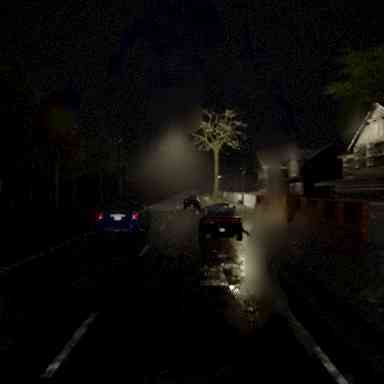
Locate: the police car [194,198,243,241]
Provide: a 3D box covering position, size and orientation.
[{"bbox_3d":[1.218,1.296,16.009,1.930,1.638,5.238,0,0,0],"label":"police car"}]

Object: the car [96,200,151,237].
[{"bbox_3d":[-3.407,1.212,17.363,2.097,1.767,4.553,0,0,0],"label":"car"}]

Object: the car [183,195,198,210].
[{"bbox_3d":[0.022,1.208,38.205,1.837,1.490,4.892,0,0,1],"label":"car"}]

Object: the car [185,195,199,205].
[{"bbox_3d":[-0.019,1.179,50.558,1.994,1.385,4.181,0,0,0],"label":"car"}]
